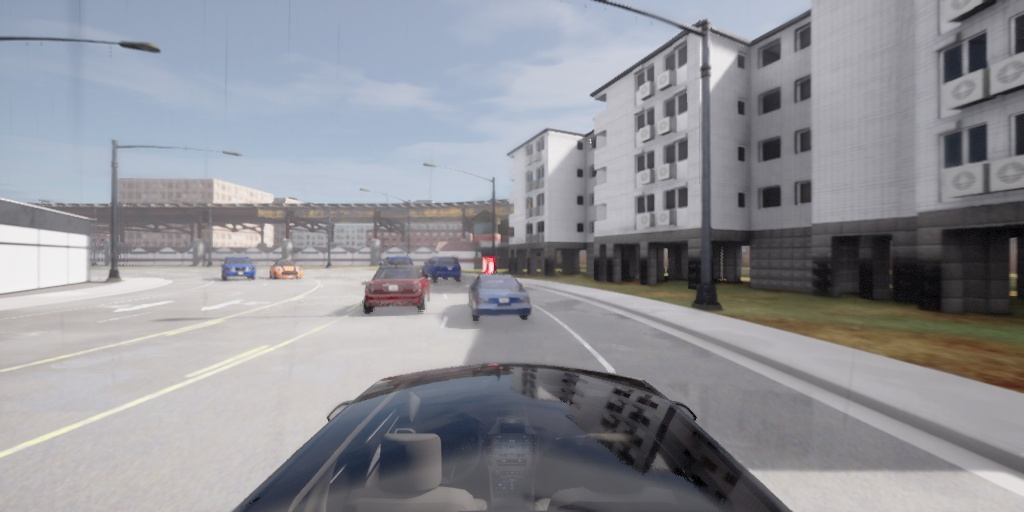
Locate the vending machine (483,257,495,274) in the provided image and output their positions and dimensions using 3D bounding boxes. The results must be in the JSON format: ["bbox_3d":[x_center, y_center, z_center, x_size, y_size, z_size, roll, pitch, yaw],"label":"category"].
[{"bbox_3d":[-2.293,1.053,35.417,1.100,2.100,0.880,0,0,-30],"label":"vending machine"}]

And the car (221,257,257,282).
[{"bbox_3d":[-23.578,1.067,30.909,2.150,2.045,5.566,0,-1,-41],"label":"car"}]

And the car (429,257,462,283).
[{"bbox_3d":[-5.882,1.062,29.546,2.150,2.045,5.566,0,0,-27],"label":"car"}]

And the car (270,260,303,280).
[{"bbox_3d":[-20.526,1.201,32.599,2.097,1.767,4.553,0,0,-39],"label":"car"}]

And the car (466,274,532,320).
[{"bbox_3d":[-0.592,1.333,12.779,2.033,1.411,5.357,0,0,-9],"label":"car"}]

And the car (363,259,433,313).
[{"bbox_3d":[-4.456,1.142,14.458,2.097,1.767,4.553,0,0,-10],"label":"car"}]

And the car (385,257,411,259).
[{"bbox_3d":[-9.085,1.058,28.139,2.150,2.045,5.566,0,0,-27],"label":"car"}]
